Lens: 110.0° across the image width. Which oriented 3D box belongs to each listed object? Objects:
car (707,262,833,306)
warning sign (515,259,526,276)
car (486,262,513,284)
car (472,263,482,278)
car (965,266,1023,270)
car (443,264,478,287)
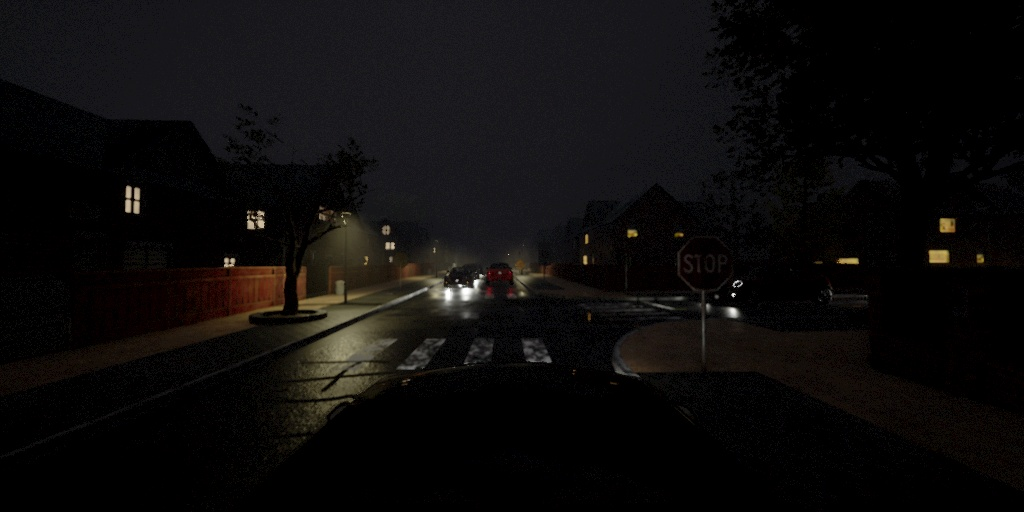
[{"bbox_3d":[10.916,1.136,15.402,4.553,1.767,2.097,0,-1,-4],"label":"car"},{"bbox_3d":[0.926,1.227,38.743,1.300,1.860,1.060,0,0,-3],"label":"warning sign"},{"bbox_3d":[-1.045,1.353,29.630,2.097,1.767,4.553,0,-1,-3],"label":"car"},{"bbox_3d":[-4.372,1.596,37.239,1.837,1.490,4.892,0,-1,-3],"label":"car"},{"bbox_3d":[21.296,1.205,16.100,4.902,1.511,2.128,-1,-1,-4],"label":"car"},{"bbox_3d":[-3.838,1.530,26.516,1.994,1.385,4.181,0,-1,-2],"label":"car"}]
